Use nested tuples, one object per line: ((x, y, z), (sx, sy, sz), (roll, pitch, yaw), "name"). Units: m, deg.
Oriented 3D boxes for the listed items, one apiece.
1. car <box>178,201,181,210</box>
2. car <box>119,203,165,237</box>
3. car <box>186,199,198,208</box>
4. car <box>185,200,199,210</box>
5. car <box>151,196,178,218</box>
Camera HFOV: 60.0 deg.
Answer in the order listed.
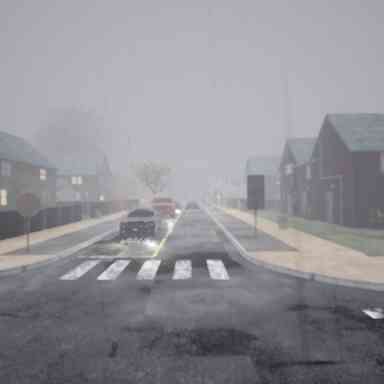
((-2.755, 2.024, 51.721), (1.895, 1.301, 4.718), (0, -1, 0), "car")
((-2.849, 1.619, 19.110), (1.882, 1.535, 5.008), (0, 0, 0), "car")
((0.001, 2.030, 58.149), (2.033, 1.411, 5.357), (0, -1, 0), "car")
((0.056, 1.939, 48.170), (1.994, 1.385, 4.181), (0, -1, 0), "car")
((-2.845, 1.473, 33.830), (2.150, 2.045, 5.566), (0, -1, -1), "car")
